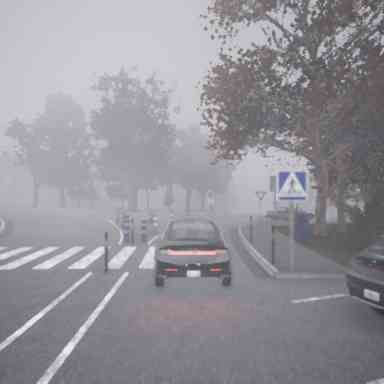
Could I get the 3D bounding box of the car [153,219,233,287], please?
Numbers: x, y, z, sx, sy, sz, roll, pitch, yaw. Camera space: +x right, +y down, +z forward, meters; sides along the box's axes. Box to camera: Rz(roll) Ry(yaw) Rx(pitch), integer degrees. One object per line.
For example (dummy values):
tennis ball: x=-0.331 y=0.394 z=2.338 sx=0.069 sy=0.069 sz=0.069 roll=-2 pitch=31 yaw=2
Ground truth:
car: x=0.011 y=1.507 z=9.402 sx=2.128 sy=1.511 sz=4.902 roll=0 pitch=0 yaw=-1

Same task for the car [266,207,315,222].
car: x=9.558 y=2.133 z=31.819 sx=5.357 sy=1.411 sz=2.033 roll=2 pitch=-2 yaw=-30

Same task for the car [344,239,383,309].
car: x=5.292 y=1.504 z=6.480 sx=4.892 sy=1.521 sz=2.231 roll=1 pitch=0 yaw=-21
